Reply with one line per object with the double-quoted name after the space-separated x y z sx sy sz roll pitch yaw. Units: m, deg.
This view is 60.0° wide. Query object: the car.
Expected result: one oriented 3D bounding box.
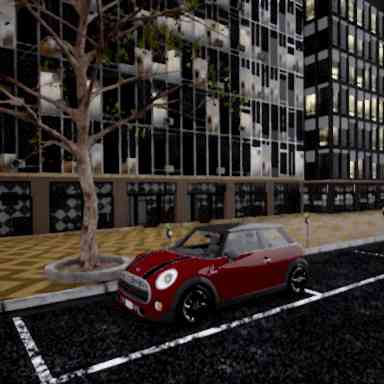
0.525 1.410 6.937 4.097 1.590 1.967 0 0 -35 "car"
